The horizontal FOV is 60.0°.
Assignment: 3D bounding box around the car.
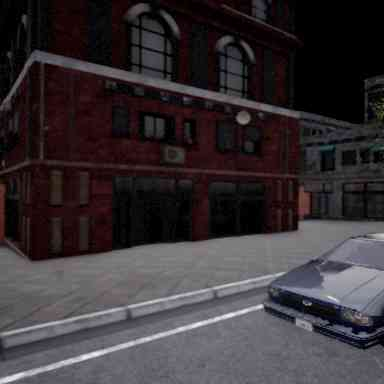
[{"bbox_3d":[3.796,1.546,6.400,5.357,1.411,2.033,0,0,-36],"label":"car"}]
